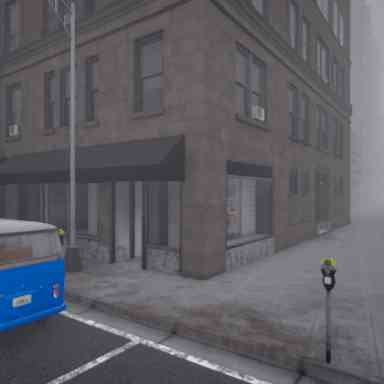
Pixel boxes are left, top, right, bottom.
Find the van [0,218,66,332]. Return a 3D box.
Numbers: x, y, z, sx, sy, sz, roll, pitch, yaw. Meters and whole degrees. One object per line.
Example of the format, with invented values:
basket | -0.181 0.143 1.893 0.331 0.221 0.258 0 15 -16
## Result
van | -3.977 1.346 5.916 3.998 1.788 1.690 0 0 36
